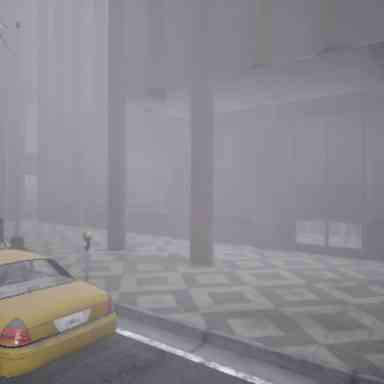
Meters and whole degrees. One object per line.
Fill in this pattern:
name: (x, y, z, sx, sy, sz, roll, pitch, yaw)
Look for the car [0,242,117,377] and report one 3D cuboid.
car: (-3.301, 1.480, 5.315, 4.829, 1.417, 1.752, 1, 0, 35)
